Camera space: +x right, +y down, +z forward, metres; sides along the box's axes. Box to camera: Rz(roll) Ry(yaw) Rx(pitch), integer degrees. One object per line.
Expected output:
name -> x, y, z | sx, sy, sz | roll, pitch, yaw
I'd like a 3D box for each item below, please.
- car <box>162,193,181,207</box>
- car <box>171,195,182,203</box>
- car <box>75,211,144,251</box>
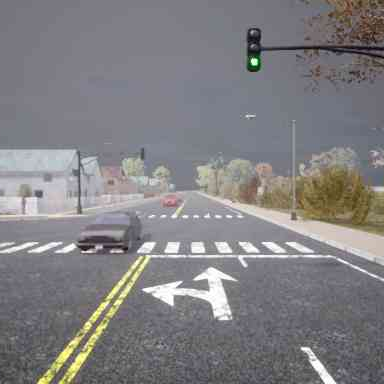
car -> -3.232, 1.296, 50.043 | 2.150, 2.045, 5.566 | 0, 2, 0
car -> -3.223, 1.418, 69.833 | 1.882, 1.535, 5.008 | 0, 0, 0
car -> -3.244, 1.548, 14.291 | 2.033, 1.411, 5.357 | 0, 0, 0
